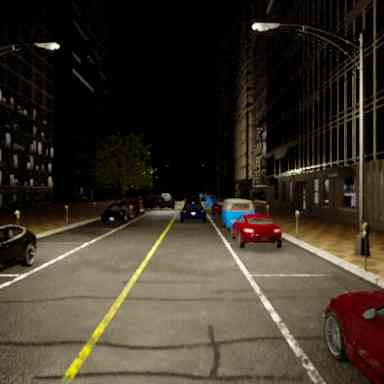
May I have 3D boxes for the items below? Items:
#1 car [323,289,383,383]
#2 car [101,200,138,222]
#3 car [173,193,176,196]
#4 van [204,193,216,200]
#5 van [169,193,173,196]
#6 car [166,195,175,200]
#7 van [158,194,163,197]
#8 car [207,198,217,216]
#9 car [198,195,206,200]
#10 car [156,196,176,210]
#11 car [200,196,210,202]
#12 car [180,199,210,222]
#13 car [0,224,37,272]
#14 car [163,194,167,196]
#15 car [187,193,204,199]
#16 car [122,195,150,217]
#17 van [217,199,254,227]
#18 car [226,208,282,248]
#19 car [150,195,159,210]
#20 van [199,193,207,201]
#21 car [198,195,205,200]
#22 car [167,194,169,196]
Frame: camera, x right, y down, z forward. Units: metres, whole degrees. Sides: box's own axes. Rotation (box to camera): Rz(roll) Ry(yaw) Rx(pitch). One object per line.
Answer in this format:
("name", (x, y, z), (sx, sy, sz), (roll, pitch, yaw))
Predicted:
("car", (2.690, 1.581, 3.065), (1.802, 1.307, 4.206), (0, 0, 0))
("car", (-5.685, 1.540, 25.743), (1.947, 1.339, 4.313), (0, 0, 0))
("car", (-5.674, 1.397, 82.258), (1.752, 1.417, 4.829), (0, 0, 0))
("van", (2.699, 1.285, 48.413), (1.690, 1.788, 3.998), (0, 0, 0))
("van", (-5.676, 1.241, 71.090), (1.690, 1.788, 3.998), (0, 0, 0))
("car", (-5.673, 1.406, 88.095), (2.008, 1.369, 4.403), (0, 0, 0))
("van", (-5.681, 1.285, 48.415), (1.690, 1.788, 3.998), (0, 0, 0))
("car", (2.696, 1.511, 31.409), (1.887, 1.381, 4.507), (0, 0, 0))
("car", (2.708, 1.421, 88.094), (1.947, 1.339, 4.313), (0, 0, 0))
("car", (-3.084, 1.554, 42.040), (1.895, 1.301, 4.718), (0, 0, 0))
("car", (2.704, 1.466, 71.089), (1.947, 1.339, 4.313), (0, 0, 0))
("car", (0.104, 1.536, 26.268), (1.994, 1.385, 4.181), (0, 0, 0))
("car", (-5.689, 1.561, 8.737), (1.947, 1.339, 4.313), (0, 0, 0))
("car", (-5.680, 1.375, 54.084), (1.967, 1.590, 4.097), (0, 0, 0))
("car", (0.108, 1.304, 42.028), (2.097, 1.767, 4.553), (0, 0, 0))
("car", (-5.685, 1.282, 31.410), (2.192, 1.841, 5.009), (0, 0, 0))
("van", (2.694, 1.322, 20.073), (1.690, 1.788, 3.998), (0, 0, 0))
("car", (2.693, 1.570, 14.405), (1.802, 1.307, 4.206), (0, 0, 0))
("car", (-5.683, 1.497, 42.746), (1.887, 1.381, 4.507), (0, 0, 0))
("van", (2.707, 1.212, 82.425), (1.690, 1.788, 3.998), (0, 0, 0))
("car", (2.709, 1.404, 93.763), (1.947, 1.339, 4.313), (0, 0, 0))
("car", (-5.679, 1.365, 59.751), (1.967, 1.590, 4.097), (0, 0, 0))
